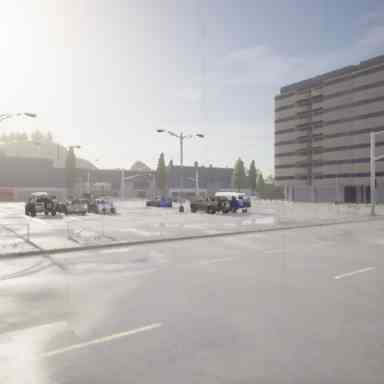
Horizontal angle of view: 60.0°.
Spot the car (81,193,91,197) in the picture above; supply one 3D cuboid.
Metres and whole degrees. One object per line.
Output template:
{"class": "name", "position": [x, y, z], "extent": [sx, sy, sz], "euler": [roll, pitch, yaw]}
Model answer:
{"class": "car", "position": [-20.746, 1.208, 64.370], "extent": [1.905, 1.878, 3.866], "euler": [0, 0, -35]}

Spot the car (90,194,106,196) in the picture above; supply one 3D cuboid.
{"class": "car", "position": [-12.916, 1.447, 48.523], "extent": [1.970, 1.475, 3.806], "euler": [0, 0, -35]}

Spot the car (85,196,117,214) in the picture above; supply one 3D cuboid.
{"class": "car", "position": [-8.952, 1.447, 32.851], "extent": [1.970, 1.475, 3.806], "euler": [0, 0, -35]}

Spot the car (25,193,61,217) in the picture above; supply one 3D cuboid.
{"class": "car", "position": [-13.487, 1.205, 29.603], "extent": [1.932, 1.855, 4.605], "euler": [0, 0, -35]}

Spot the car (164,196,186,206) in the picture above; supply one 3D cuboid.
{"class": "car", "position": [-3.194, 1.573, 68.901], "extent": [2.128, 1.511, 4.902], "euler": [0, 0, -35]}

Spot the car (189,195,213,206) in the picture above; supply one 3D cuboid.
{"class": "car", "position": [1.456, 1.574, 68.374], "extent": [2.128, 1.511, 4.902], "euler": [0, 0, -35]}

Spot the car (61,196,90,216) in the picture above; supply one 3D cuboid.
{"class": "car", "position": [-11.321, 1.416, 31.187], "extent": [1.784, 1.438, 3.905], "euler": [0, 0, -35]}
